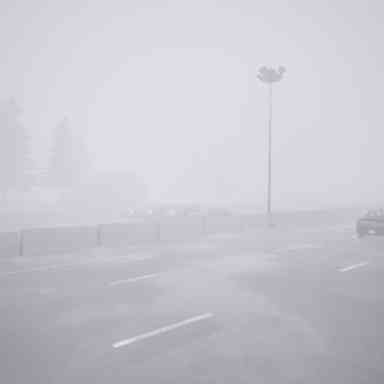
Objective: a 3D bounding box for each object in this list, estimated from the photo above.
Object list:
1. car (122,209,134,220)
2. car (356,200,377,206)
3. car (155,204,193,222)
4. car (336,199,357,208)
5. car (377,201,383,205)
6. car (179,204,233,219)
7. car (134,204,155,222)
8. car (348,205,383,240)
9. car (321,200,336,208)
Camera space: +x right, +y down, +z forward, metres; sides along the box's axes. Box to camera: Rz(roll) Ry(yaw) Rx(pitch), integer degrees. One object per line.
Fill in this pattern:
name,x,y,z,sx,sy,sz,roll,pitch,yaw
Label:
car,-5.309,2.095,36.159,4.553,1.767,2.097,0,-1,-40
car,30.802,2.201,57.427,4.181,1.385,1.994,1,-2,-40
car,-0.713,1.916,30.883,4.553,1.767,2.097,0,-1,-40
car,28.562,2.085,60.119,4.553,1.767,2.097,1,-2,-40
car,33.438,1.805,55.083,5.566,2.045,2.150,0,-2,-40
car,1.542,1.999,28.203,4.674,1.442,1.812,0,-1,-40
car,-3.019,2.006,33.515,4.553,1.767,2.097,0,-1,-40
car,10.123,1.604,16.879,4.902,1.511,2.128,0,-1,-40
car,26.257,2.297,62.738,5.008,1.535,1.882,1,-2,-40
